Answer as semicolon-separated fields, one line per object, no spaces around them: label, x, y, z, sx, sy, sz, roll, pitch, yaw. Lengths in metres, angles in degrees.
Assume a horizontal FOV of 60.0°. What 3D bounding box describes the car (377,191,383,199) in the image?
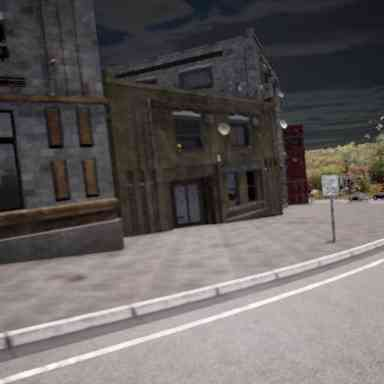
car;31.854;0.548;54.814;2.128;1.511;4.902;-5;-1;-3

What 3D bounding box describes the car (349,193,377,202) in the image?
car;28.484;0.919;56.483;2.128;1.511;4.902;-6;-2;1
